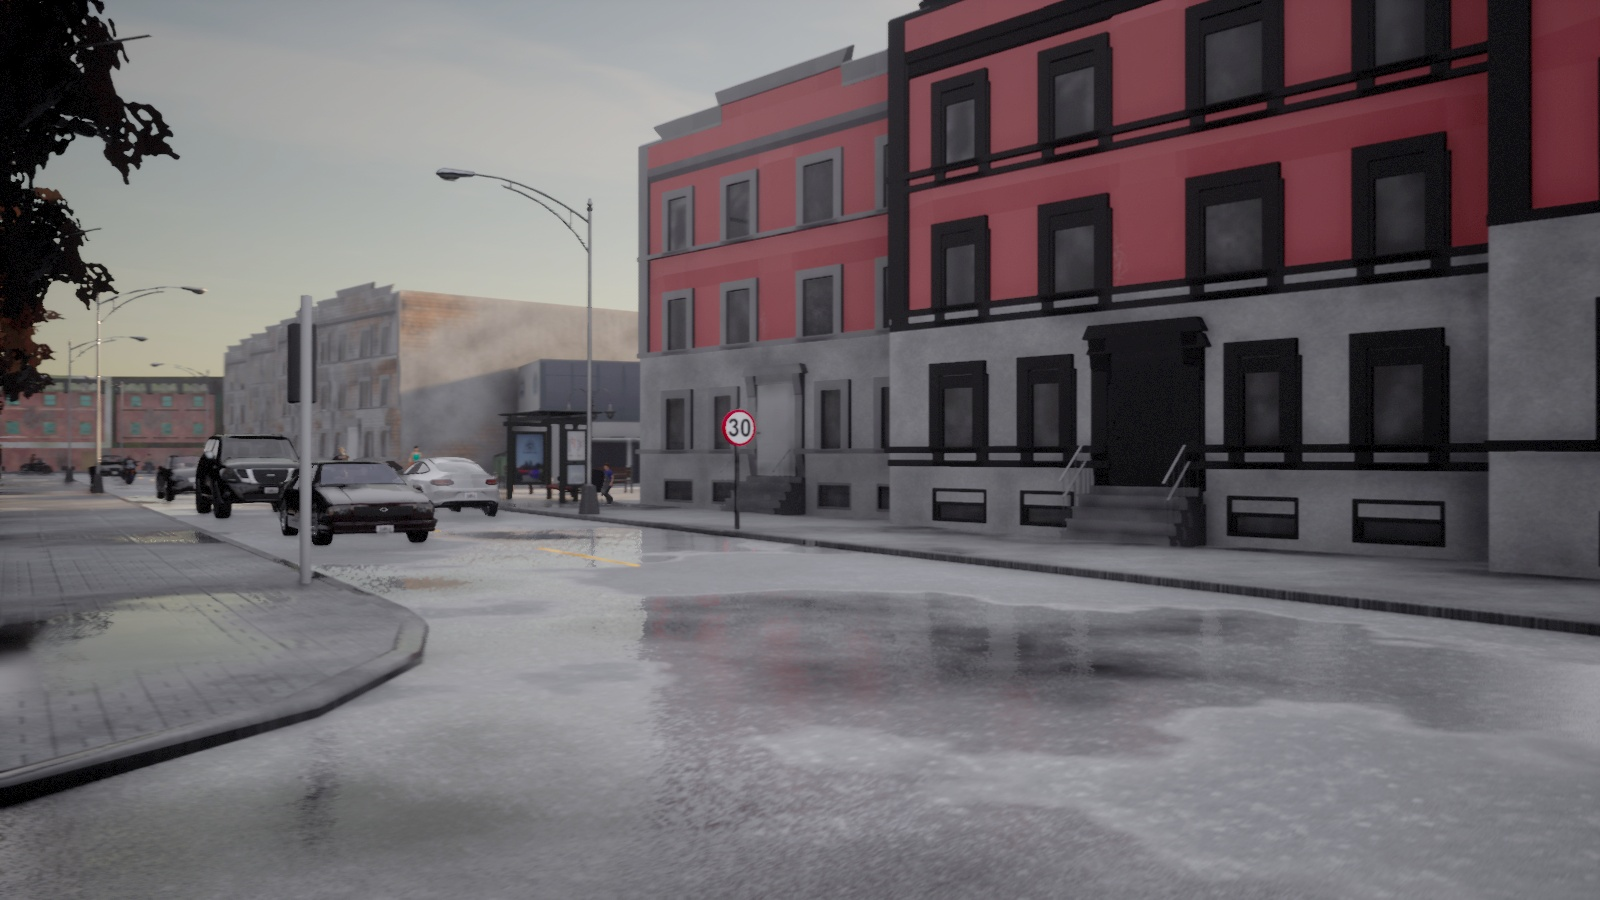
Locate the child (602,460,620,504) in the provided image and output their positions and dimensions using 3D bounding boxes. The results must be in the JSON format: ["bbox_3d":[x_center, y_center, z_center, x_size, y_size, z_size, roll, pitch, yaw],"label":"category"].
[{"bbox_3d":[-5.418,0.915,36.056,0.437,1.263,0.270,0,0,-38],"label":"child"}]

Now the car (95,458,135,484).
[{"bbox_3d":[-40.715,1.235,74.591,1.816,1.474,4.193,0,0,-32],"label":"car"}]

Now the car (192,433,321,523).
[{"bbox_3d":[-13.754,0.654,31.572,2.150,2.045,5.566,0,0,-32],"label":"car"}]

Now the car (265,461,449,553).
[{"bbox_3d":[-8.069,0.922,22.513,2.033,1.411,5.357,0,0,-31],"label":"car"}]

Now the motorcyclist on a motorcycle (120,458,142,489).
[{"bbox_3d":[-34.238,1.188,64.272,0.866,1.530,2.191,0,0,-32],"label":"motorcyclist on a motorcycle"}]

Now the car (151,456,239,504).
[{"bbox_3d":[-20.377,0.962,42.158,2.128,1.511,4.902,0,0,-32],"label":"car"}]

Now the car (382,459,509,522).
[{"bbox_3d":[-8.941,0.943,31.431,1.812,1.442,4.674,0,0,-32],"label":"car"}]
